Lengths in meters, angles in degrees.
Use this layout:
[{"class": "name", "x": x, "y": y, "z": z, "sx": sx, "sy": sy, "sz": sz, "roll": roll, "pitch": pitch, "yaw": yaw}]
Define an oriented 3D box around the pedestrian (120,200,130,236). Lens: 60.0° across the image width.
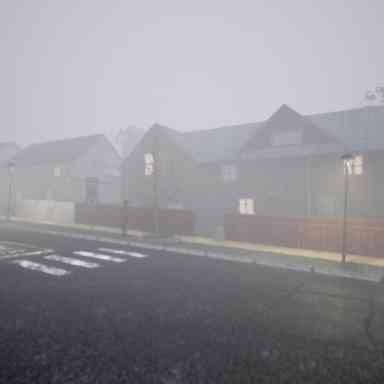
[{"class": "pedestrian", "x": -3.422, "y": 1.297, "z": 16.825, "sx": 0.375, "sy": 1.860, "sz": 0.375, "roll": -1, "pitch": -6, "yaw": 31}]
